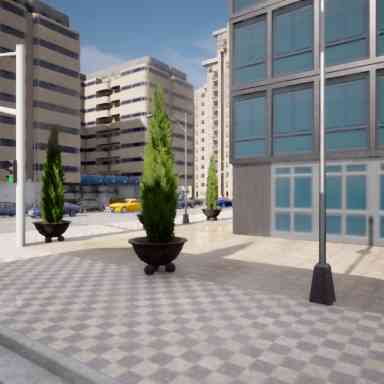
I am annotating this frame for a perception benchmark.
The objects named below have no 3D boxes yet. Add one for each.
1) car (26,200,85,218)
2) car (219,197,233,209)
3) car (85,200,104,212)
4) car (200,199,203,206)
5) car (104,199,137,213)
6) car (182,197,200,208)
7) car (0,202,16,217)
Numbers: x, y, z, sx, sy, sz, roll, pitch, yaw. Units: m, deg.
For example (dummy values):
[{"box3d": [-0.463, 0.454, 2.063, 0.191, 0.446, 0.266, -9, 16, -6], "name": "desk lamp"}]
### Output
[{"box3d": [-12.465, 1.581, 30.207, 1.812, 1.442, 4.674, 0, 0, 35], "name": "car"}, {"box3d": [4.486, 1.533, 47.780, 1.882, 1.535, 5.008, 0, -1, 35], "name": "car"}, {"box3d": [-11.786, 1.619, 37.254, 1.994, 1.385, 4.181, 0, 0, 35], "name": "car"}, {"box3d": [-0.008, 1.581, 53.809, 1.812, 1.442, 4.674, 0, 0, 36], "name": "car"}, {"box3d": [-7.143, 1.533, 37.756, 1.882, 1.535, 5.008, 0, 0, 35], "name": "car"}, {"box3d": [-1.365, 1.581, 45.885, 1.812, 1.442, 4.674, 0, 0, 35], "name": "car"}, {"box3d": [-17.121, 1.603, 29.725, 2.033, 1.411, 5.357, 0, 0, 35], "name": "car"}]
